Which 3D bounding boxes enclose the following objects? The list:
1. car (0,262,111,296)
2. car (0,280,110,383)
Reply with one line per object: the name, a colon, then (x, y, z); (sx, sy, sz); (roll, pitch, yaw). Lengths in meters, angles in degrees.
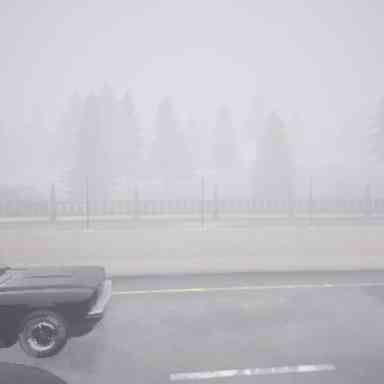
car: (-3.665, 1.606, 5.093); (4.718, 1.301, 1.895); (0, 0, -9)
car: (-3.011, 1.510, 1.629); (4.892, 1.490, 1.837); (1, 0, -10)
